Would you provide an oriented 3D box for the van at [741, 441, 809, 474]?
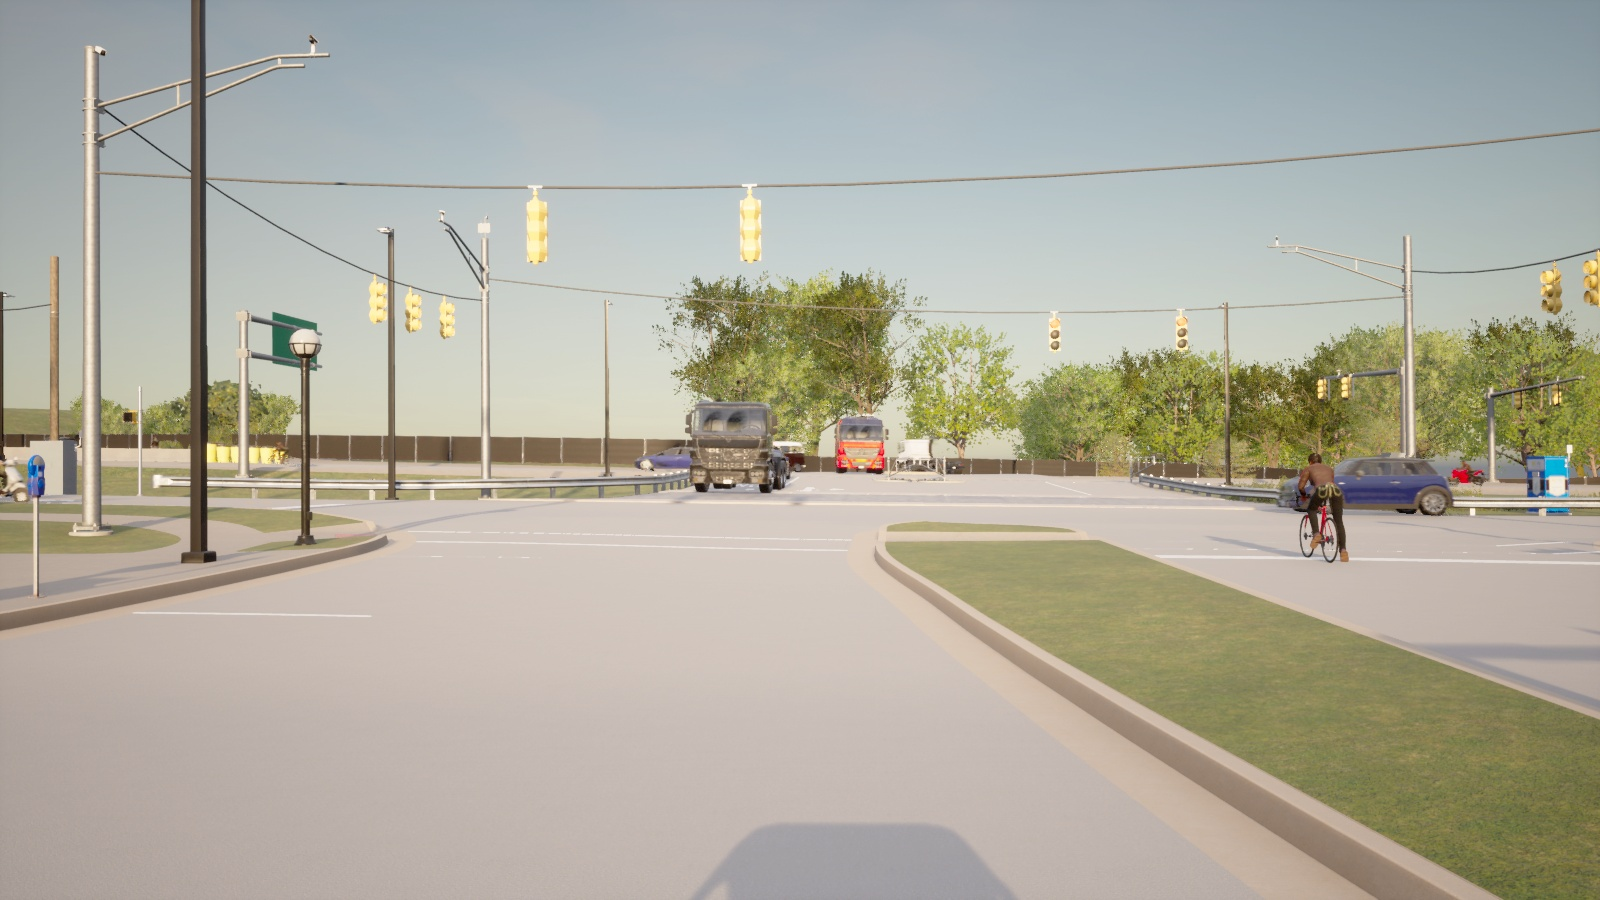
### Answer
[{"bbox_3d":[-1.601,0.469,81.618,2.069,2.038,4.480,2,1,37],"label":"van"}]

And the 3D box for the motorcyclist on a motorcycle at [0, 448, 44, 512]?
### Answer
[{"bbox_3d":[-20.322,0.745,31.807,1.817,1.590,0.866,0,-1,3],"label":"motorcyclist on a motorcycle"}]

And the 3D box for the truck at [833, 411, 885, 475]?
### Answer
[{"bbox_3d":[3.743,-0.412,80.966,2.891,3.827,8.468,1,0,0],"label":"truck"}]

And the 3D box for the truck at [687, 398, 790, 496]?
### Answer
[{"bbox_3d":[-2.240,-0.133,48.801,2.891,3.462,7.936,0,0,5],"label":"truck"}]

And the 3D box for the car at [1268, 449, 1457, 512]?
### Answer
[{"bbox_3d":[16.265,0.869,36.508,4.553,1.767,2.097,0,-1,4],"label":"car"}]

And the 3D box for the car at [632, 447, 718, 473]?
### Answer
[{"bbox_3d":[-7.201,0.596,72.682,4.792,1.488,2.163,0,-1,-1],"label":"car"}]

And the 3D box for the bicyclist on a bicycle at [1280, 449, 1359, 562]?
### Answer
[{"bbox_3d":[7.829,0.808,18.989,0.582,1.620,1.656,0,0,4],"label":"bicyclist on a bicycle"}]

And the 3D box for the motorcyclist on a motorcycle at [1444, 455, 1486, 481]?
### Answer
[{"bbox_3d":[38.696,1.037,73.072,2.044,1.523,0.797,0,-1,4],"label":"motorcyclist on a motorcycle"}]
